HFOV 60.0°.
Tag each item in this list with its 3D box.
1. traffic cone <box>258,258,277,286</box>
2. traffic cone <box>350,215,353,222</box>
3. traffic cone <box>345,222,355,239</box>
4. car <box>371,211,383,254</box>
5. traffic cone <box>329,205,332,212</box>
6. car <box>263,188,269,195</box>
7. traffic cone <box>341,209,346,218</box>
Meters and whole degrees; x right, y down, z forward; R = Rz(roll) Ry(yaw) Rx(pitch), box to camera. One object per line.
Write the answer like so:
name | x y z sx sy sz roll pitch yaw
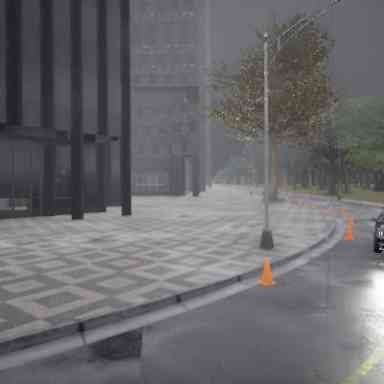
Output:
traffic cone | 1.794 1.879 7.937 0.340 0.580 0.340 -1 1 -29
traffic cone | 8.824 1.589 18.382 0.340 0.580 0.340 0 1 23
traffic cone | 6.731 1.708 14.224 0.340 0.580 0.340 0 1 30
car | 7.684 1.272 11.971 2.128 1.511 4.902 0 1 31
traffic cone | 11.367 1.361 27.319 0.340 0.580 0.340 0 1 9
car | 15.006 -0.020 63.593 1.994 1.385 4.181 -1 2 -4
traffic cone | 10.379 1.473 22.770 0.340 0.580 0.340 0 1 16
